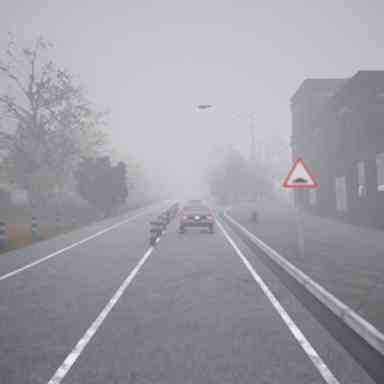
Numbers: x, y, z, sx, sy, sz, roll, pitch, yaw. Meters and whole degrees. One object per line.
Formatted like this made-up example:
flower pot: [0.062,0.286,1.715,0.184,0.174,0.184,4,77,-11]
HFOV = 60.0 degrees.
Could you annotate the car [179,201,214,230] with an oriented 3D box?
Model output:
car: [0.228,1.391,19.135,2.033,1.411,5.357,0,-1,-1]

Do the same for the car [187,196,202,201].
car: [0.367,1.271,43.123,1.812,1.442,4.674,0,0,1]
